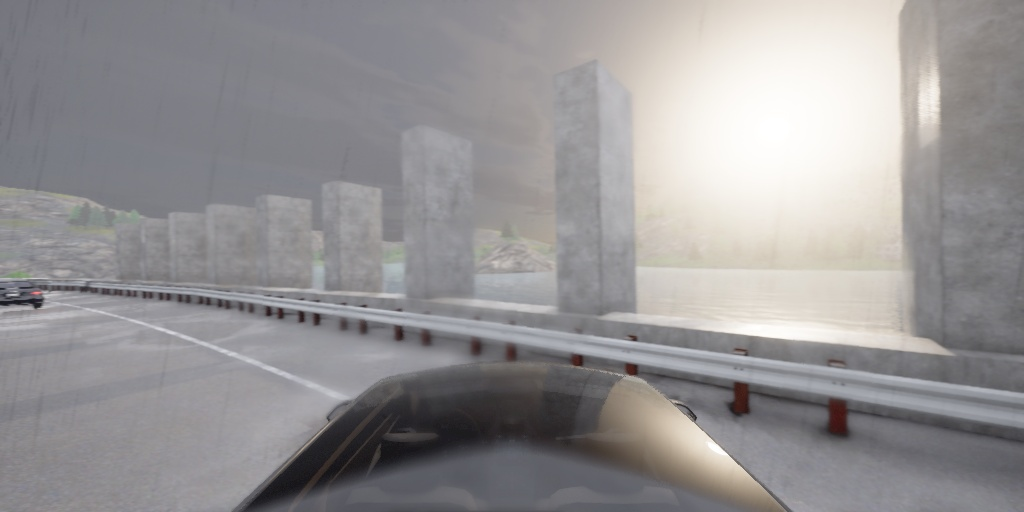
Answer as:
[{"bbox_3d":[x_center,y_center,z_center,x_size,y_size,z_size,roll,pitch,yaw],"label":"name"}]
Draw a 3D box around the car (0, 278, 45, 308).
[{"bbox_3d":[-23.506,1.747,16.563,5.357,1.411,2.033,-1,0,29],"label":"car"}]
